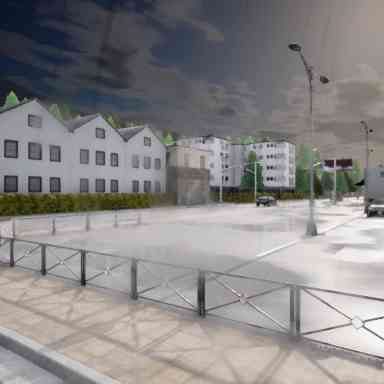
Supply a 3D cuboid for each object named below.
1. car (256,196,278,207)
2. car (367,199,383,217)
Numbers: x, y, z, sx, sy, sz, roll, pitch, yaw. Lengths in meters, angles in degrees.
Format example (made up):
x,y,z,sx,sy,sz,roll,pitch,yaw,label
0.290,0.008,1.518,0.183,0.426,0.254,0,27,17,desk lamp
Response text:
x,y,z,sx,sy,sz,roll,pitch,yaw,label
10.641,1.313,47.153,1.837,1.490,4.892,0,0,32,car
15.390,1.298,26.833,2.007,1.523,4.514,0,0,35,car
